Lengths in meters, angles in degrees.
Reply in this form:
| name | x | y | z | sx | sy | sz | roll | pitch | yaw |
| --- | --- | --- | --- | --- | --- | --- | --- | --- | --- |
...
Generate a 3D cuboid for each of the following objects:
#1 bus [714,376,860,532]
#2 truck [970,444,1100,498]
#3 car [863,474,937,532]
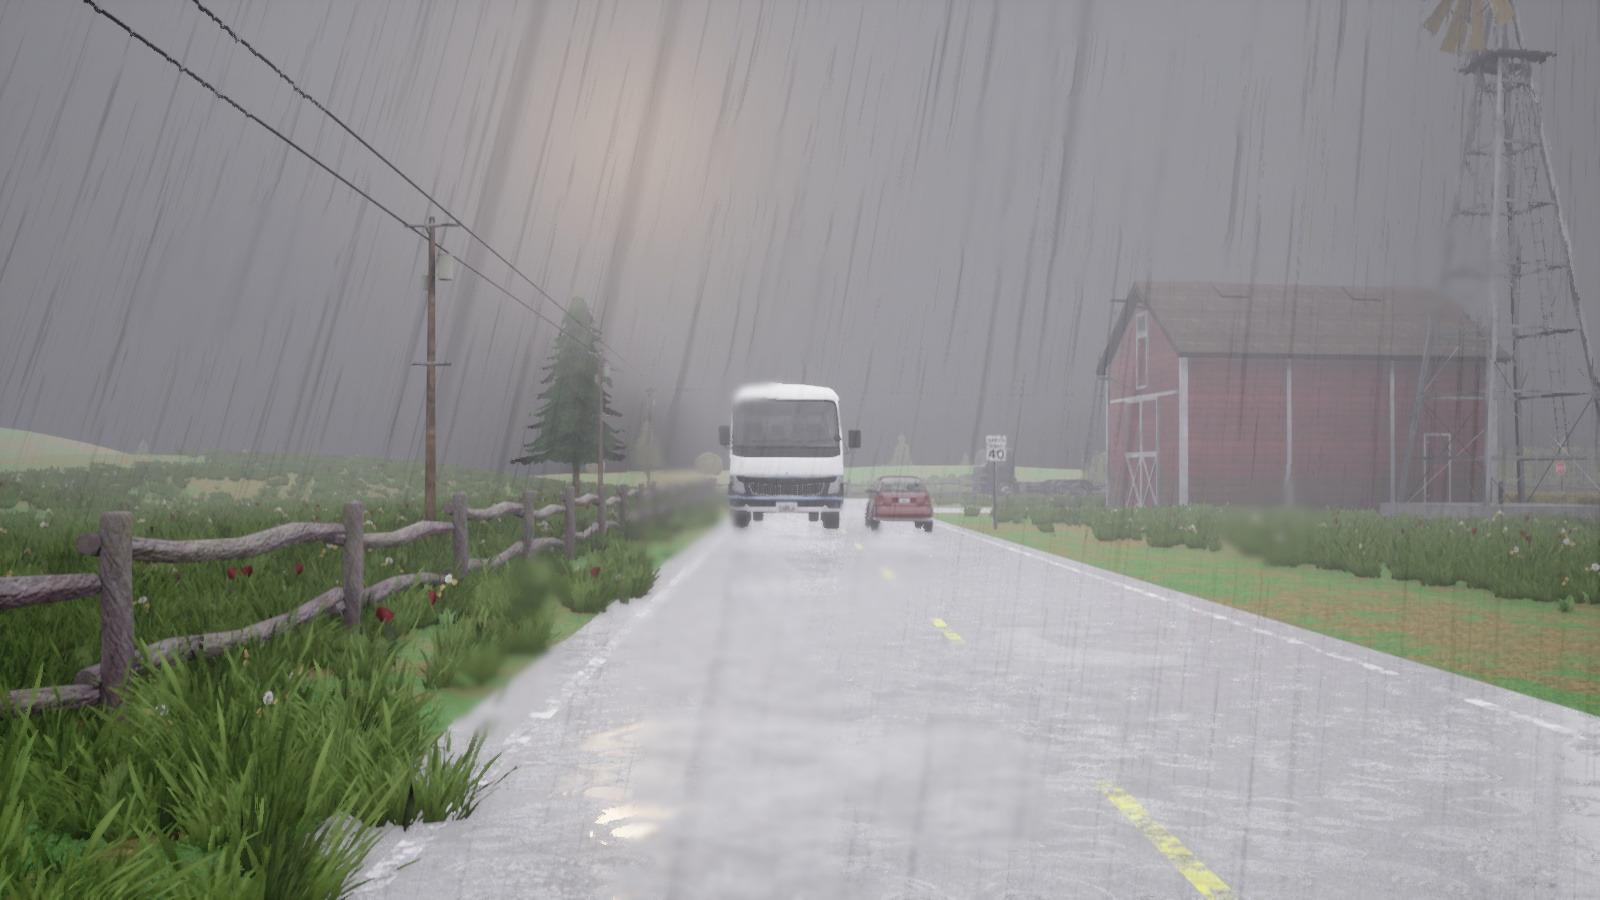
| name | x | y | z | sx | sy | sz | roll | pitch | yaw |
| --- | --- | --- | --- | --- | --- | --- | --- | --- | --- |
| bus | -0.413 | 0.202 | 39.318 | 3.944 | 4.253 | 10.273 | 0 | -1 | -1 |
| truck | 15.394 | 1.367 | 82.574 | 7.936 | 3.462 | 2.891 | 0 | -1 | -6 |
| car | 2.828 | 1.484 | 36.180 | 1.789 | 1.549 | 3.705 | 0 | -1 | -1 |
